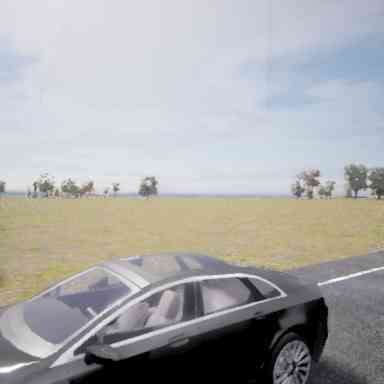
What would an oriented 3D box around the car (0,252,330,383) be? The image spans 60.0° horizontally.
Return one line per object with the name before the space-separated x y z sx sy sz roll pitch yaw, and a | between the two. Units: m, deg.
car | -0.559 1.503 3.576 4.902 1.511 2.128 1 0 -34
